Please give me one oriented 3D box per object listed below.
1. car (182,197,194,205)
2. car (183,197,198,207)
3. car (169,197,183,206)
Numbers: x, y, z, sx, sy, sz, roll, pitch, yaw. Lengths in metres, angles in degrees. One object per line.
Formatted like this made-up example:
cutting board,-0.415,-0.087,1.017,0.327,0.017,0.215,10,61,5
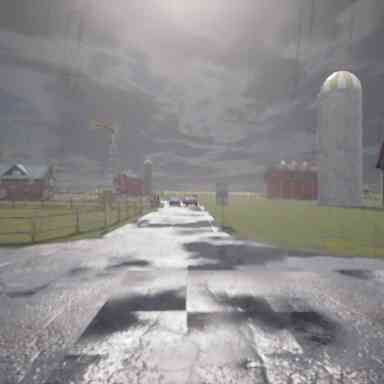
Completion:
car,-0.738,1.695,64.982,1.994,1.385,4.181,0,0,-6
car,-0.070,1.625,54.852,1.837,1.490,4.892,0,0,-2
car,-3.010,1.602,58.969,1.882,1.535,5.008,0,0,-2
